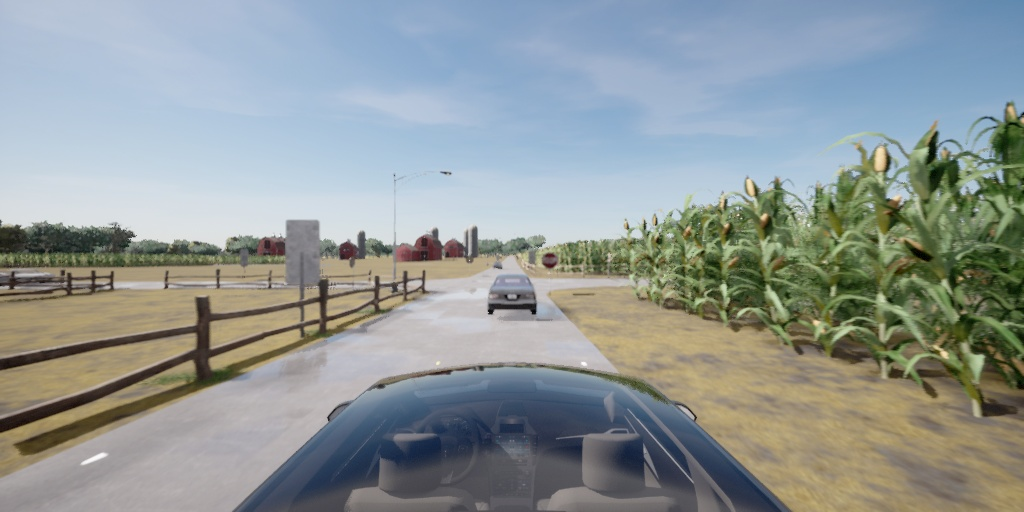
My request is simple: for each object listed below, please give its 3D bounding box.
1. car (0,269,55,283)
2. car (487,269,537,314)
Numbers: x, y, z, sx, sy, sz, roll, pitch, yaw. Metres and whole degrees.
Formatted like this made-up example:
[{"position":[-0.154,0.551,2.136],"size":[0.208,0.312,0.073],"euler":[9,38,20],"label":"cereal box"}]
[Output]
[{"position":[-43.581,1.795,31.481],"size":[4.718,1.301,1.895],"euler":[0,1,1],"label":"car"},{"position":[0.019,1.412,14.371],"size":[2.033,1.411,5.357],"euler":[0,0,0],"label":"car"}]
